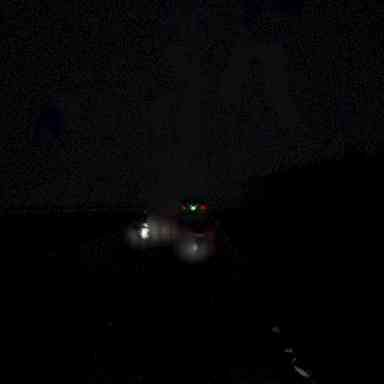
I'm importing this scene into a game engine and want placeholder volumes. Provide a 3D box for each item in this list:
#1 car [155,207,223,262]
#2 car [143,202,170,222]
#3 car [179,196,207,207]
[{"bbox_3d":[0.065,1.518,12.293,2.128,1.511,4.902,0,0,0],"label":"car"},{"bbox_3d":[-2.857,1.583,27.657,1.882,1.535,5.008,0,0,0],"label":"car"},{"bbox_3d":[0.067,1.328,27.802,2.150,2.045,5.566,0,0,-1],"label":"car"}]
